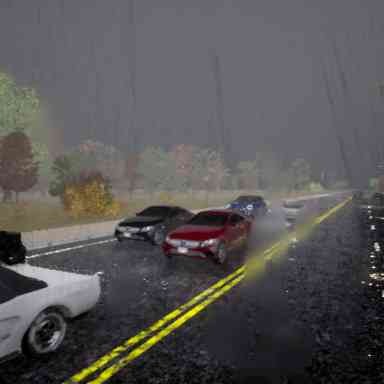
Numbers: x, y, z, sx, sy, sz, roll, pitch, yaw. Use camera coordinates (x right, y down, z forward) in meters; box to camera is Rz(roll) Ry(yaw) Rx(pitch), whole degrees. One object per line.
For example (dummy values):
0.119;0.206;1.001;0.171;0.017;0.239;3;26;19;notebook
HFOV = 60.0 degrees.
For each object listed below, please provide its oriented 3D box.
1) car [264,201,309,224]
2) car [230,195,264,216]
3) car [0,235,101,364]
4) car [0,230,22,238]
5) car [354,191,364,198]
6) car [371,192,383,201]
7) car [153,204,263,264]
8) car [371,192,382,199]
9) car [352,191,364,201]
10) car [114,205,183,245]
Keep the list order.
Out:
6.581;1.319;22.501;1.895;1.301;4.718;1;1;28;car
4.123;1.016;24.799;2.097;1.767;4.553;1;1;28;car
-3.294;1.516;3.573;1.895;1.301;4.718;1;1;27;car
-5.600;1.349;6.175;2.128;1.511;4.902;1;1;28;car
36.243;0.529;72.176;1.882;1.535;5.008;1;1;28;car
34.308;0.852;61.438;1.837;1.490;4.892;1;1;28;car
0.812;1.359;11.447;1.812;1.442;4.674;1;1;27;car
39.138;0.692;70.703;1.895;1.301;4.718;1;1;28;car
31.426;0.846;62.940;2.033;1.411;5.357;1;1;28;car
-1.322;1.298;14.388;1.812;1.442;4.674;1;1;28;car
